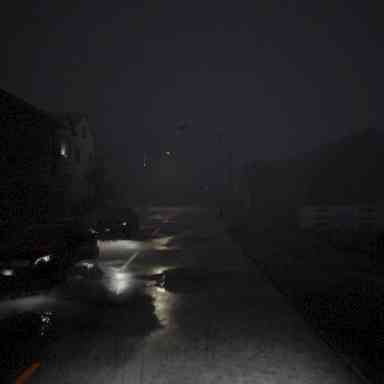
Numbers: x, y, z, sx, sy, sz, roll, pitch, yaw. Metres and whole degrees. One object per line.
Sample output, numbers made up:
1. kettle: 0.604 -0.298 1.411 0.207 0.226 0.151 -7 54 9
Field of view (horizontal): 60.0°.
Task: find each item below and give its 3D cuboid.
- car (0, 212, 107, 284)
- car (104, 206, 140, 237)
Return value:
1. car: -4.097 1.530 9.731 1.812 1.442 4.674 0 0 0
2. car: -4.008 1.535 18.191 1.812 1.442 4.674 0 0 0
